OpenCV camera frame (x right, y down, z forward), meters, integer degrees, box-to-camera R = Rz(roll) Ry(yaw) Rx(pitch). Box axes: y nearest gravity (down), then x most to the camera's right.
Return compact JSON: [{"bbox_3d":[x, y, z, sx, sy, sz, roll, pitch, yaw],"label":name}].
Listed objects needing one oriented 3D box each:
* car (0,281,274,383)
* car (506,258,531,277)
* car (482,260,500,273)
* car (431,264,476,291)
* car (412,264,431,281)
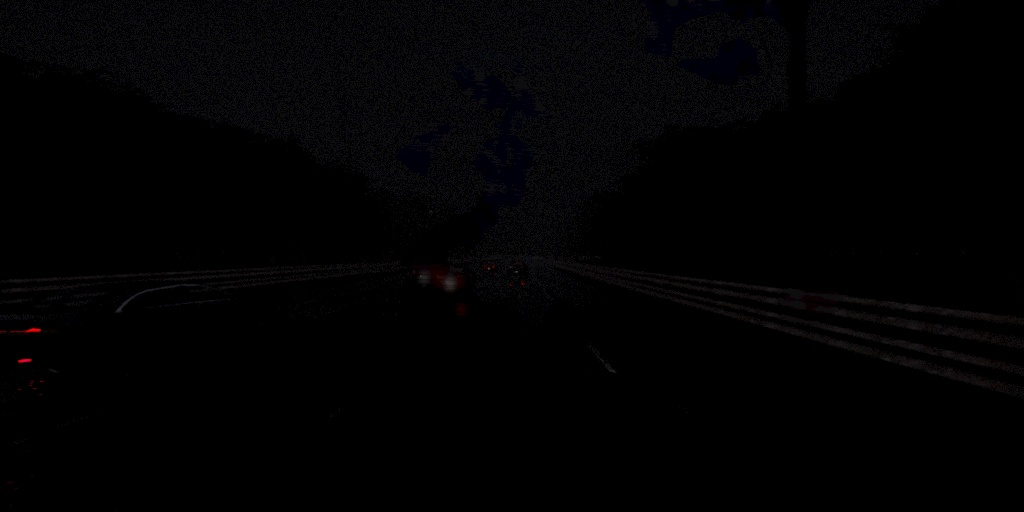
[{"bbox_3d":[-6.894,1.223,7.037,2.128,1.511,4.902,0,0,0],"label":"car"},{"bbox_3d":[0.499,1.244,35.157,2.128,1.511,4.902,0,0,2],"label":"car"},{"bbox_3d":[-2.597,1.260,44.211,1.812,1.442,4.674,0,0,2],"label":"car"},{"bbox_3d":[-3.259,1.271,21.475,1.812,1.442,4.674,0,0,1],"label":"car"},{"bbox_3d":[-6.615,1.331,29.408,1.895,1.301,4.718,0,0,2],"label":"car"}]
